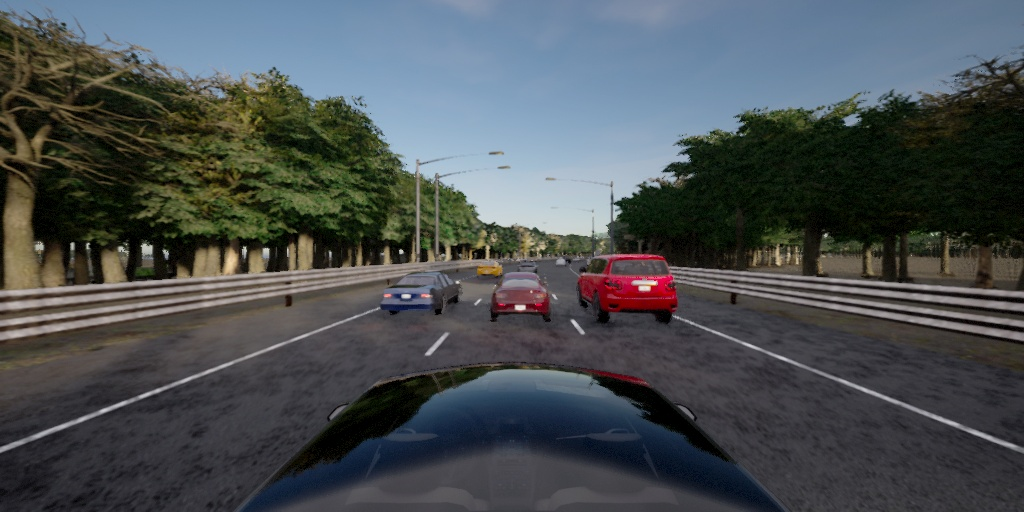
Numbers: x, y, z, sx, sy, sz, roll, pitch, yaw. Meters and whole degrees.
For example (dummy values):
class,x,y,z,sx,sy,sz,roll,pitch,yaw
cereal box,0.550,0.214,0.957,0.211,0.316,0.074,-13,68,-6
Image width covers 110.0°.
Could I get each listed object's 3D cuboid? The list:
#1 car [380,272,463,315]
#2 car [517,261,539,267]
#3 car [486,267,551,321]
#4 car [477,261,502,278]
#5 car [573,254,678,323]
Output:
class,x,y,z,sx,sy,sz,roll,pitch,yaw
car,-3.182,1.292,13.567,2.033,1.411,5.357,0,0,2
car,1.502,1.237,33.996,2.128,1.511,4.902,0,0,5
car,0.297,1.275,12.346,1.812,1.442,4.674,0,0,2
car,-2.023,1.219,33.834,1.882,1.535,5.008,0,0,5
car,3.675,0.970,12.383,2.150,2.045,5.566,0,0,2
